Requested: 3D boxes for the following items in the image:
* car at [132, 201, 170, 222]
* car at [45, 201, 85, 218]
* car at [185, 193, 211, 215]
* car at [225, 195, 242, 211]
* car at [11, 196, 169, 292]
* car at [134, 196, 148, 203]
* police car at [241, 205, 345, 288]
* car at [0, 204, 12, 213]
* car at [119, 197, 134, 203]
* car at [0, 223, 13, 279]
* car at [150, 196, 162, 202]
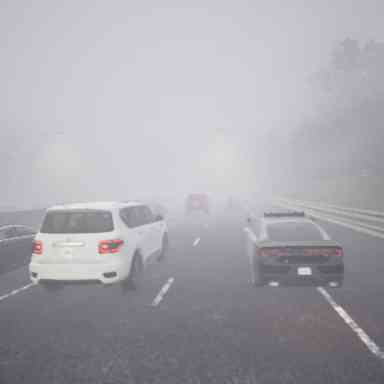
[{"bbox_3d":[-3.387,1.604,28.629,2.033,1.411,5.357,-2,0,7],"label":"car"},{"bbox_3d":[-13.356,1.835,35.349,1.837,1.490,4.892,-2,0,7],"label":"car"},{"bbox_3d":[0.639,1.158,32.998,2.150,2.045,5.566,-2,0,7],"label":"car"},{"bbox_3d":[4.631,1.366,37.123,2.033,1.411,5.357,-2,0,7],"label":"car"},{"bbox_3d":[-2.140,1.267,9.292,2.150,2.045,5.566,-2,0,7],"label":"car"},{"bbox_3d":[-11.836,1.630,77.608,1.837,1.490,4.892,-2,0,7],"label":"car"},{"bbox_3d":[2.503,1.340,9.109,1.930,1.638,5.238,-2,0,7],"label":"police car"},{"bbox_3d":[-20.310,2.073,36.139,2.033,1.411,5.357,-2,0,7],"label":"car"},{"bbox_3d":[-15.311,1.823,77.986,1.895,1.301,4.718,-2,0,7],"label":"car"},{"bbox_3d":[-5.613,1.635,9.623,2.128,1.511,4.902,-2,0,7],"label":"car"},{"bbox_3d":[-8.360,1.585,77.200,1.994,1.385,4.181,-2,0,7],"label":"car"}]
